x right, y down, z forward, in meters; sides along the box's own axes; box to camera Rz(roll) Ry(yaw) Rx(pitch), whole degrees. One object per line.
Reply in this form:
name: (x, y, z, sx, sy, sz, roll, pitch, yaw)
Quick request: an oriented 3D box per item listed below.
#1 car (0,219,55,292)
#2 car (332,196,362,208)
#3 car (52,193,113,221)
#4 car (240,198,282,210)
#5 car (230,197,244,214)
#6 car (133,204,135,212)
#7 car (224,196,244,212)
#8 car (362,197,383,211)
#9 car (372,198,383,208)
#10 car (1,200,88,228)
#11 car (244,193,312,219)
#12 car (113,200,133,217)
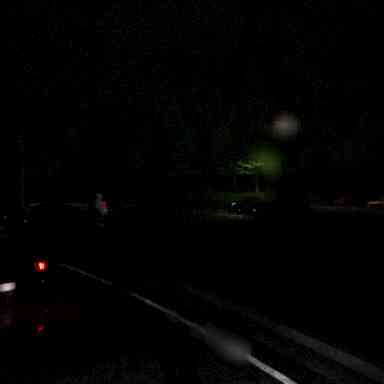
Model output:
car: (-5.153, 1.566, 8.103, 1.895, 1.301, 4.718, 0, 0, -44)
car: (21.849, 1.333, 46.493, 5.008, 1.535, 1.882, 0, 0, -25)
car: (-9.013, 1.128, 24.269, 5.566, 2.045, 2.150, 0, 0, -25)
car: (8.375, 1.466, 40.184, 4.718, 1.301, 1.895, 0, 0, -25)
car: (6.184, 1.458, 31.418, 4.181, 1.385, 1.994, 0, 0, -25)
car: (-7.686, 1.440, 32.629, 4.181, 1.385, 1.994, 0, 0, -25)
car: (5.570, 1.232, 34.998, 4.553, 1.767, 2.097, 0, 0, -25)
car: (22.960, 1.360, 39.290, 5.008, 1.535, 1.882, 0, 0, -25)
car: (26.801, 1.467, 44.924, 4.718, 1.301, 1.895, 0, 0, -25)
car: (-9.059, 1.443, 20.379, 4.674, 1.442, 1.812, 0, 0, -25)
car: (7.559, 1.129, 28.205, 5.566, 2.045, 2.150, 0, 0, -26)
car: (-7.668, 1.454, 28.769, 4.181, 1.385, 1.994, 0, 0, -25)
